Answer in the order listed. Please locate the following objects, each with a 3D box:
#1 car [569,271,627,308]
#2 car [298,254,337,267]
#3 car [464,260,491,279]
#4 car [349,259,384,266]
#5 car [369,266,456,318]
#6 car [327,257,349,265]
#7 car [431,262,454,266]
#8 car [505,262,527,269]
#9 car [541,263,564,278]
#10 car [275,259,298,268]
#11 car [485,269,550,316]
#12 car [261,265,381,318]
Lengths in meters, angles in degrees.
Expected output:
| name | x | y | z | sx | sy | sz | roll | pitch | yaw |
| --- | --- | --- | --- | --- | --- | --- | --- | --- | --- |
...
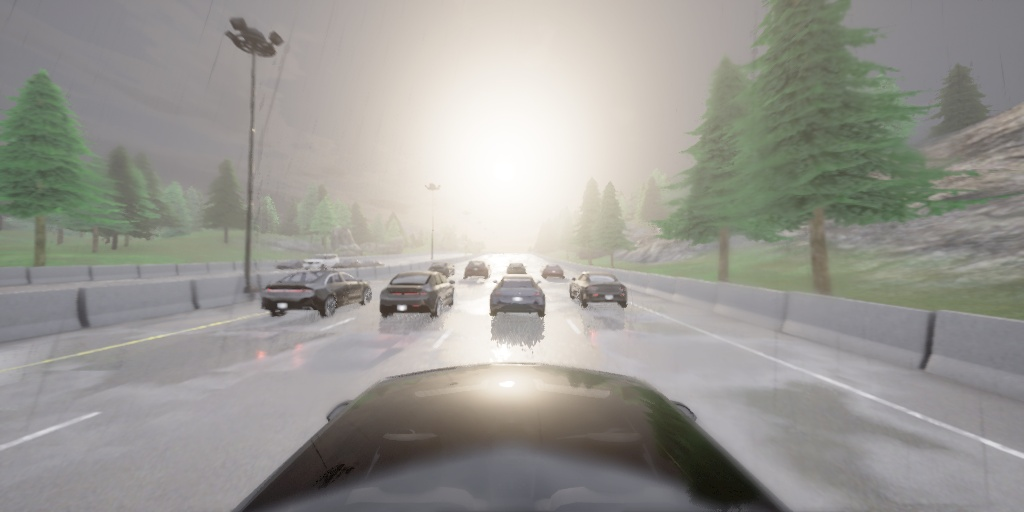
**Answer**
| name | x | y | z | sx | sy | sz | roll | pitch | yaw |
| --- | --- | --- | --- | --- | --- | --- | --- | --- | --- |
| car | 3.719 | 1.393 | 15.930 | 1.812 | 1.442 | 4.674 | 0 | 0 | 1 |
| car | -24.164 | 0.786 | 45.710 | 2.150 | 2.045 | 5.566 | 0 | 1 | 1 |
| car | -3.111 | 1.157 | 33.133 | 2.097 | 1.767 | 4.553 | 0 | 0 | 1 |
| car | -17.191 | 1.183 | 43.382 | 2.033 | 1.411 | 5.357 | 0 | 1 | 1 |
| car | -3.305 | 1.313 | 13.262 | 1.837 | 1.490 | 4.892 | 0 | 0 | 1 |
| car | -20.662 | 1.139 | 45.439 | 2.033 | 1.411 | 5.357 | 0 | 1 | 1 |
| car | -6.604 | 1.285 | 33.966 | 1.837 | 1.490 | 4.892 | 0 | 1 | 1 |
| car | 0.397 | 1.334 | 34.064 | 1.837 | 1.490 | 4.892 | 0 | 1 | 1 |
| car | 3.910 | 1.409 | 35.365 | 1.994 | 1.385 | 4.181 | 0 | 0 | 1 |
| car | -27.659 | 1.086 | 45.796 | 2.033 | 1.411 | 5.357 | 0 | 1 | 1 |
| car | 0.201 | 1.399 | 13.837 | 1.994 | 1.385 | 4.181 | 0 | 0 | 0 |
| car | -6.805 | 1.273 | 13.090 | 2.128 | 1.511 | 4.902 | 0 | 0 | 0 |
